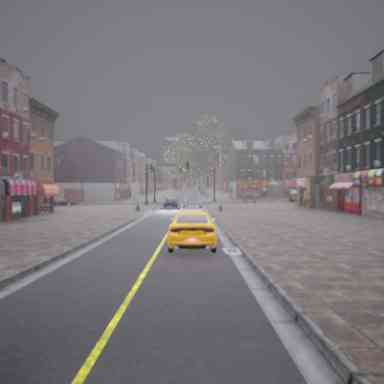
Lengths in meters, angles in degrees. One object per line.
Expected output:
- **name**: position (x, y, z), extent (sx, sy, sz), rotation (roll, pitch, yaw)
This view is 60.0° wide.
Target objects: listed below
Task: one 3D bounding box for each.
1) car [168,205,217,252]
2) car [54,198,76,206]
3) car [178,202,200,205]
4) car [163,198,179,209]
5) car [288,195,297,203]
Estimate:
- **car**: position (0.015, 1.570, 14.465), extent (1.882, 1.535, 5.008), rotation (0, 0, 0)
- **car**: position (-20.351, 1.566, 51.716), extent (4.507, 1.381, 1.887), rotation (-1, 1, 0)
- **car**: position (0.019, 1.634, 29.082), extent (1.895, 1.301, 4.718), rotation (0, 1, 0)
- **car**: position (-2.727, 1.438, 43.603), extent (1.895, 1.301, 4.718), rotation (0, 1, 0)
- **car**: position (17.232, 1.027, 51.835), extent (4.313, 1.339, 1.947), rotation (-1, 1, 0)
